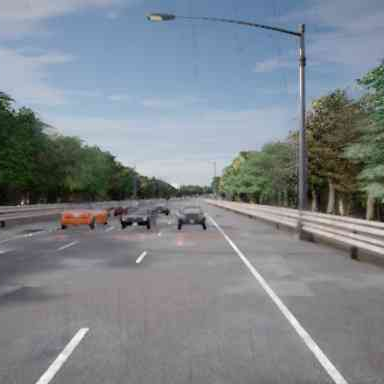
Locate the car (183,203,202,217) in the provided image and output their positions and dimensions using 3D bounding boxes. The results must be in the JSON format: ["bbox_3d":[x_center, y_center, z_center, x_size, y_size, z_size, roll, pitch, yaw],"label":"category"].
[{"bbox_3d":[0.049,1.937,36.077,1.895,1.301,4.718,0,-1,1],"label":"car"}]

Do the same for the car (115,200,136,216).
[{"bbox_3d":[-6.948,1.692,36.374,2.097,1.767,4.553,0,-1,0],"label":"car"}]

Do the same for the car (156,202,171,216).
[{"bbox_3d":[-3.438,1.888,37.686,1.812,1.442,4.674,0,-1,1],"label":"car"}]

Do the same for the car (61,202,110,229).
[{"bbox_3d":[-6.984,1.464,22.290,2.097,1.767,4.553,0,-1,0],"label":"car"}]

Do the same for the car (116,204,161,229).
[{"bbox_3d":[-3.484,1.718,22.546,1.895,1.301,4.718,0,-1,0],"label":"car"}]

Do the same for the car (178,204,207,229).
[{"bbox_3d":[0.015,1.640,22.384,1.812,1.442,4.674,0,-1,0],"label":"car"}]
